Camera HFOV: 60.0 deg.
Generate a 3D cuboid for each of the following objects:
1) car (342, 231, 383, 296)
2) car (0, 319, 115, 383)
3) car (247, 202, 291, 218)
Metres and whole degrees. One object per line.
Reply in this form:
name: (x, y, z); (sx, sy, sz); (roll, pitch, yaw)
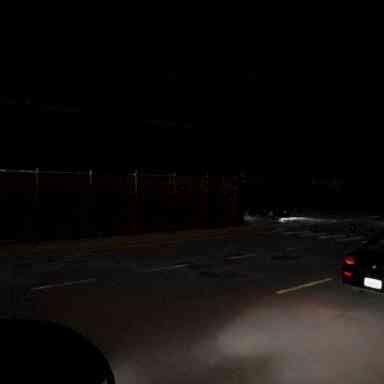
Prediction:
car: (5.237, 1.524, 7.521); (4.674, 1.442, 1.812); (0, 0, -35)
car: (-2.822, 1.492, 1.730); (4.902, 1.511, 2.128); (0, 0, -36)
car: (7.133, 1.615, 31.187); (1.994, 1.385, 4.181); (0, 0, -35)
